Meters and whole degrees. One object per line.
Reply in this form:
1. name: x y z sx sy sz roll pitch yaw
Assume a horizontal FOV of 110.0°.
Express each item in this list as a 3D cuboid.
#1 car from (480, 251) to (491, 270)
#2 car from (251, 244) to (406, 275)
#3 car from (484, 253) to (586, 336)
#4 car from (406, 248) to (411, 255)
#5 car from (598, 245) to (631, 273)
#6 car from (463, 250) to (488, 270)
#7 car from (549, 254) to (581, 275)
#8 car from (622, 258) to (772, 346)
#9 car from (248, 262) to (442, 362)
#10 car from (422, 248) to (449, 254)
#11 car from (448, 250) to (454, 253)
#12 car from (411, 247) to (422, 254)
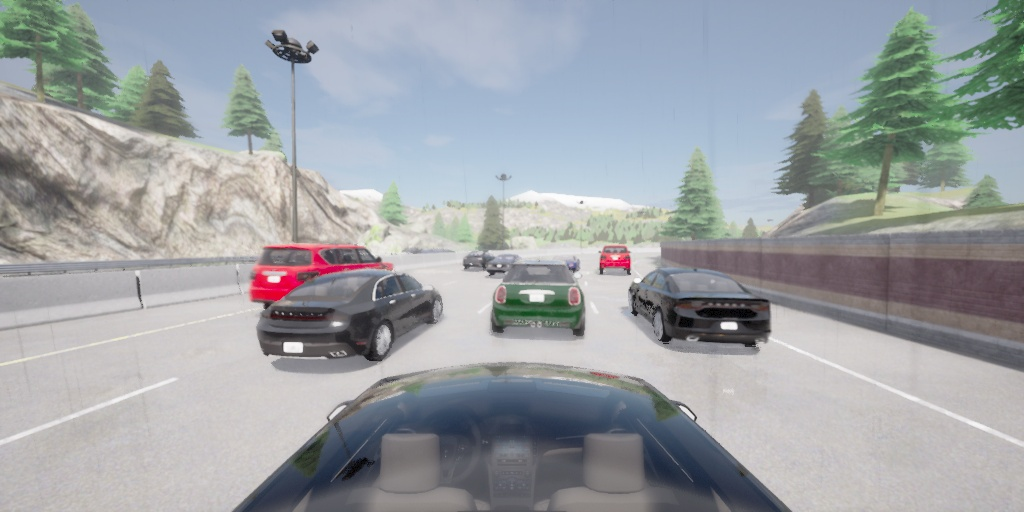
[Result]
1. car: -0.193 0.570 24.224 2.033 1.411 5.357 1 2 13
2. car: -5.933 0.609 12.147 2.150 2.045 5.566 0 2 8
3. car: 0.809 0.846 9.718 2.097 1.767 4.553 1 2 8
4. car: -15.446 -0.603 56.650 2.128 1.511 4.902 1 2 23
5. car: 7.707 0.192 26.930 2.150 2.045 5.566 1 2 15
6. car: -2.440 0.333 29.517 2.128 1.511 4.902 1 2 15
7. car: 4.044 0.561 26.752 1.895 1.301 4.718 1 2 14
8. car: 4.226 1.014 8.896 1.882 1.535 5.008 0 2 7
9. car: -2.983 1.046 7.753 1.837 1.490 4.892 0 2 7
10. car: -10.113 -0.353 51.401 2.033 1.411 5.357 1 2 22
11. car: -6.584 -0.261 50.714 1.895 1.301 4.718 1 2 22
12. car: -12.482 -0.473 54.789 2.033 1.411 5.357 1 2 23
